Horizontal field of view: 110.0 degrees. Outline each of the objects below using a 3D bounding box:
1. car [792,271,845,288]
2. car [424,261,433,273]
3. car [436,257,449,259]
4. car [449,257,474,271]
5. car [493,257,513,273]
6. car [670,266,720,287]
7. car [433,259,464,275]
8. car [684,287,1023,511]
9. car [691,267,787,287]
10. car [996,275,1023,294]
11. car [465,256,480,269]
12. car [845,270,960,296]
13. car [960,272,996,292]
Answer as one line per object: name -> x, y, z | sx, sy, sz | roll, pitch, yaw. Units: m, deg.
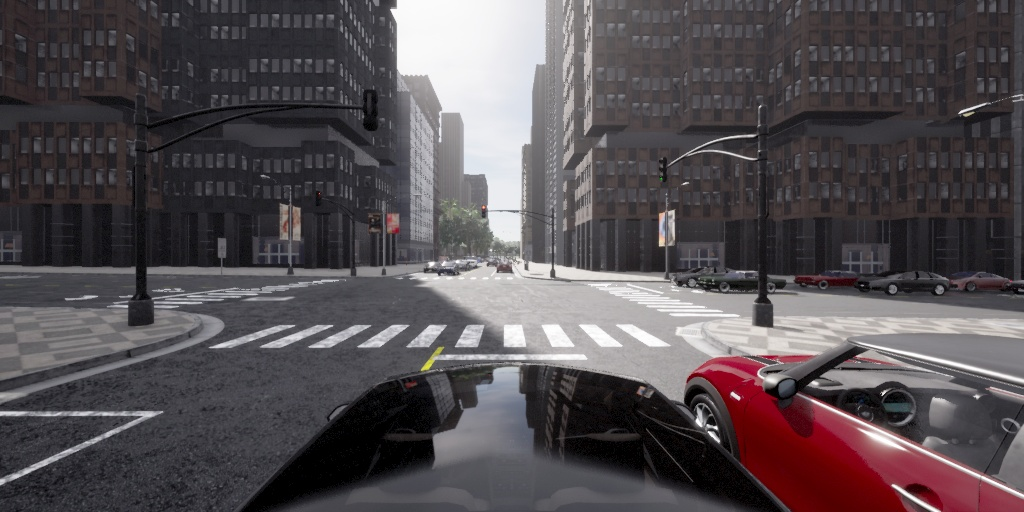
car -> 23.072, 1.704, 25.690 | 4.718, 1.301, 1.895 | 1, 0, -1
car -> -9.431, 1.321, 43.412 | 1.948, 1.339, 4.313 | 0, 0, -1
car -> -9.506, 1.082, 48.838 | 2.192, 1.841, 5.009 | 0, 0, -1
car -> -6.834, 1.258, 48.587 | 2.128, 1.511, 4.902 | 0, 0, -1
car -> -0.907, 1.195, 43.526 | 1.967, 1.591, 4.097 | 0, 0, -1
car -> 13.853, 1.475, 25.586 | 4.892, 1.490, 1.837 | 1, 0, -1
car -> -6.686, 1.292, 38.321 | 2.033, 1.411, 5.357 | 0, 0, -1
car -> 2.761, 1.190, 2.160 | 1.967, 1.591, 4.097 | 0, 0, 0
car -> 14.159, 1.579, 22.340 | 4.718, 1.301, 1.895 | 1, 0, -3
car -> 34.740, 1.825, 22.599 | 5.357, 1.411, 2.033 | 1, 0, -1
car -> -6.965, 1.012, 59.219 | 2.150, 2.045, 5.566 | 0, 0, 0
car -> 24.359, 1.631, 22.472 | 4.892, 1.490, 1.837 | 1, 0, -1
car -> 33.038, 1.813, 25.824 | 4.181, 1.385, 1.994 | 1, 0, -1
